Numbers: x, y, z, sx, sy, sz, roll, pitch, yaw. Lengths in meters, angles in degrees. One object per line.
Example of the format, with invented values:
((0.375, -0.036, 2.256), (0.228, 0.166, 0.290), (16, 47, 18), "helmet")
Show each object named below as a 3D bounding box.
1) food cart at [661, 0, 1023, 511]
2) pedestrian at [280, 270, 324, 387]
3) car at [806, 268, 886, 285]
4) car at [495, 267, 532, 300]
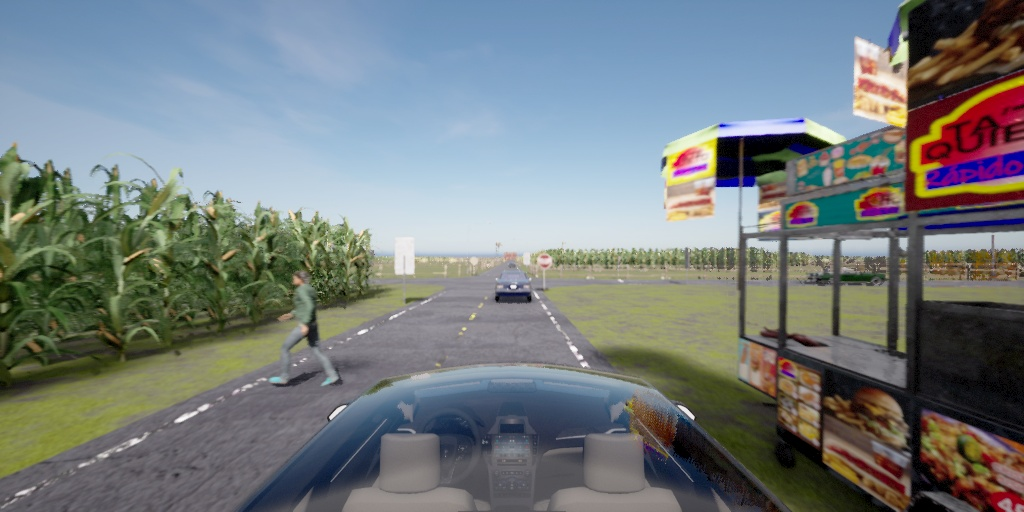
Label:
((3.125, 0.231, 3.032), (2.280, 3.560, 4.660), (0, 0, 0), "food cart")
((-3.237, 1.089, 5.532), (0.375, 1.860, 0.375), (-1, 0, -3), "pedestrian")
((26.749, 1.616, 28.770), (4.718, 1.301, 1.895), (0, 0, 7), "car")
((0.079, 1.498, 19.037), (2.033, 1.411, 5.357), (0, -1, 0), "car")
